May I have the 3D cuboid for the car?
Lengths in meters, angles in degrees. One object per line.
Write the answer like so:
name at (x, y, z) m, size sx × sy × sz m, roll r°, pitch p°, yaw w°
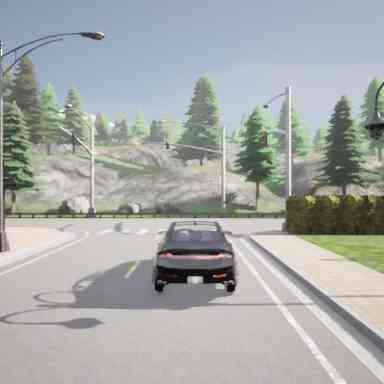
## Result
car at (0.083, 1.504, 8.921) m, size 2.128 × 1.511 × 4.902 m, roll 0°, pitch 0°, yaw 0°
